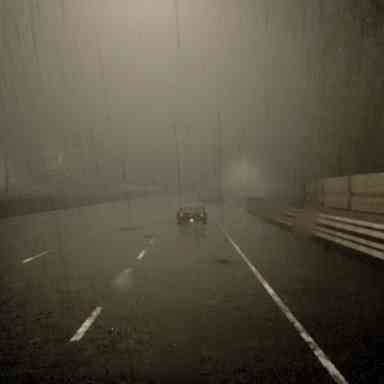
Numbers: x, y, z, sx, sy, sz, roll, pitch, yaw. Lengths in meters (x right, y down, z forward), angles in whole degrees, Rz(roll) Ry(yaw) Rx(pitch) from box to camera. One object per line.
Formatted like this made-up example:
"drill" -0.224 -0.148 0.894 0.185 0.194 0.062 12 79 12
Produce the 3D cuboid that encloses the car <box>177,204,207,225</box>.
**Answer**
"car" 0.031 1.463 22.982 1.895 1.301 4.718 0 0 1

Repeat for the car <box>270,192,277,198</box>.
"car" 22.806 1.247 92.724 1.882 1.535 5.008 0 3 20
